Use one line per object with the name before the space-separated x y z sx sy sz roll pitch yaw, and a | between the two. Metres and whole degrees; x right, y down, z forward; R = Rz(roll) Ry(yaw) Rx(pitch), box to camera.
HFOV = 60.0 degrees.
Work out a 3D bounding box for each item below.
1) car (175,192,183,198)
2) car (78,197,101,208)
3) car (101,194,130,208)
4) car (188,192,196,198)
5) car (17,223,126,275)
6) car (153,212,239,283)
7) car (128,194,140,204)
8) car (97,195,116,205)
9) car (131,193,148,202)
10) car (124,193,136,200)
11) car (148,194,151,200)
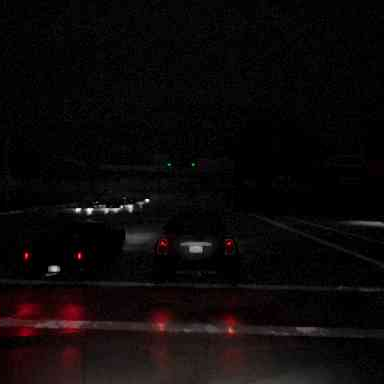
car | -3.493 0.705 87.076 1.882 1.535 5.008 0 1 0
car | -14.086 1.433 45.686 1.812 1.442 4.674 0 1 0
car | -10.588 1.443 46.454 2.033 1.411 5.357 0 1 0
car | 0.007 0.697 87.473 1.882 1.535 5.008 0 1 0
car | -3.400 1.608 10.448 1.895 1.301 4.718 0 0 0
car | 0.098 1.358 9.877 2.097 1.767 4.553 0 0 0
car | -10.532 1.390 56.046 1.895 1.301 4.718 0 1 1
car | -14.036 1.330 54.781 1.812 1.442 4.674 0 1 1
car | -10.494 1.165 65.784 1.812 1.442 4.674 0 1 0
car | -13.994 0.960 75.298 1.837 1.490 4.892 0 1 0
car | -10.494 1.004 75.715 1.994 1.385 4.181 0 1 0
